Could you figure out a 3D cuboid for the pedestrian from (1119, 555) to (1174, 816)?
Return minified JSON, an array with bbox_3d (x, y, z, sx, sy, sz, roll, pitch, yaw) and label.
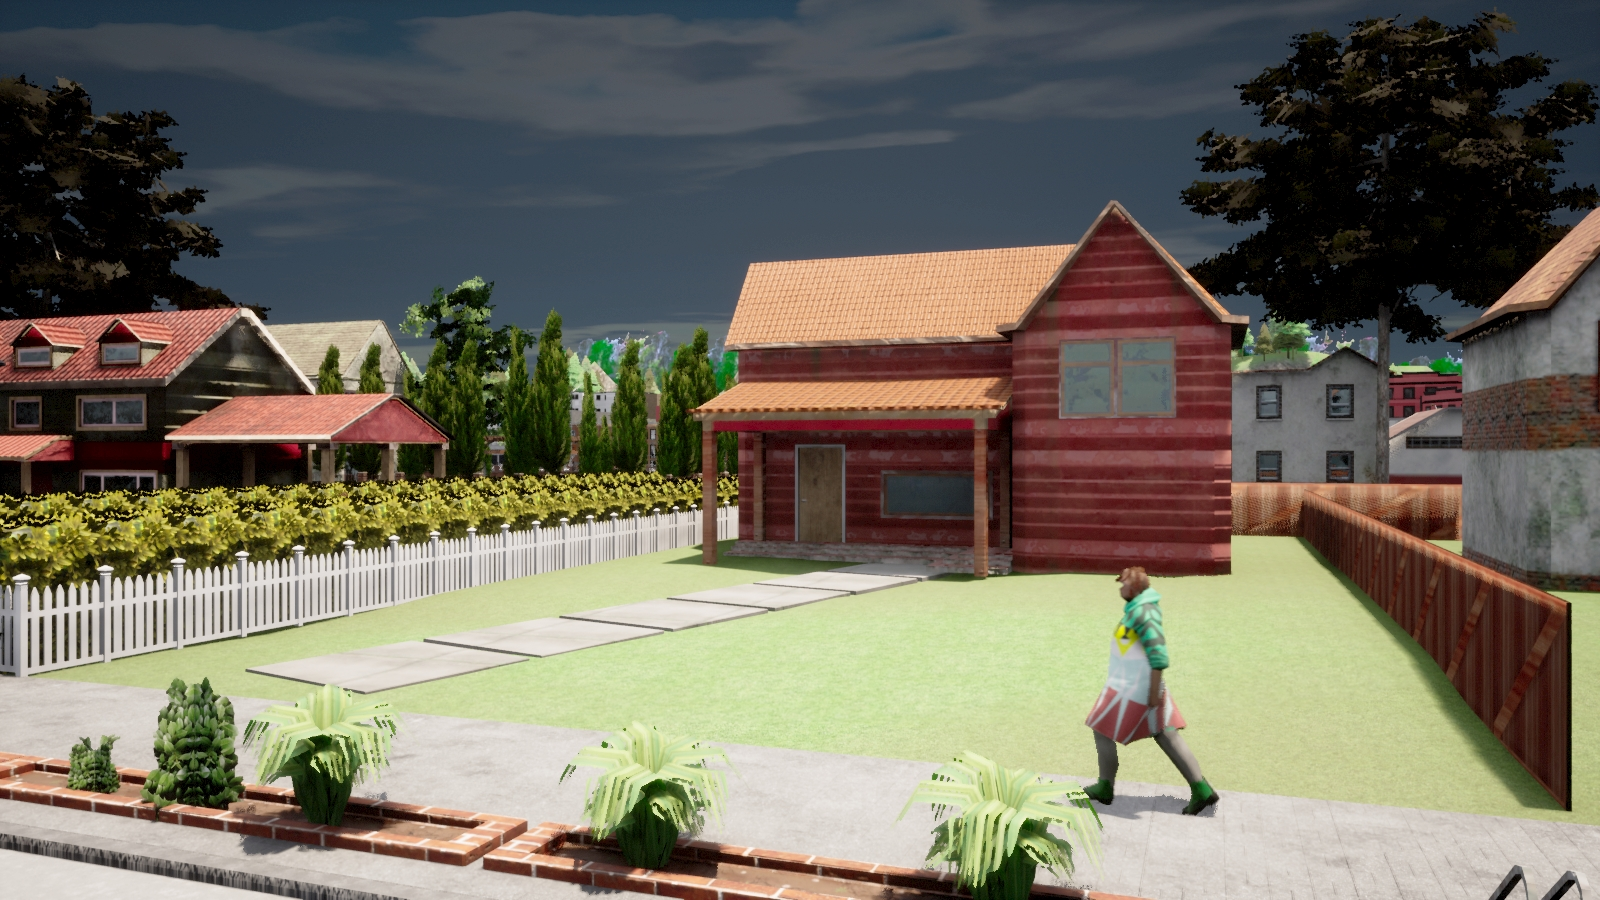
[{"bbox_3d":[2.611,1.744,8.591,0.375,1.860,0.375,0,0,20],"label":"pedestrian"}]
